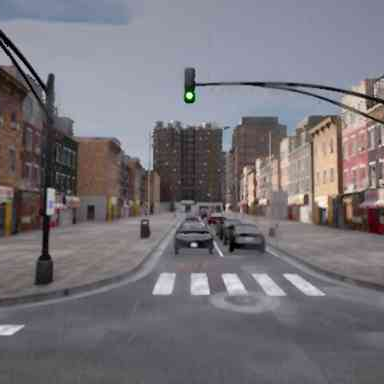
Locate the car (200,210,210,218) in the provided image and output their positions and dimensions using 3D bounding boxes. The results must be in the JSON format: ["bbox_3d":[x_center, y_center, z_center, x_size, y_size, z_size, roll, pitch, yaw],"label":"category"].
[{"bbox_3d":[2.587,4.371,66.286,1.802,1.307,4.206,2,-3,0],"label":"car"}]

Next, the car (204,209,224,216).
[{"bbox_3d":[2.716,3.004,37.098,1.882,1.535,5.008,0,-2,0],"label":"car"}]

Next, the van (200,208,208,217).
[{"bbox_3d":[2.586,4.376,71.730,1.690,1.788,3.998,1,-3,0],"label":"van"}]

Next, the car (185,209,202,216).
[{"bbox_3d":[0.006,3.509,47.775,2.033,1.411,5.357,0,-2,0],"label":"car"}]

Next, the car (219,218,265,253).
[{"bbox_3d":[2.643,2.297,17.392,1.947,1.339,4.313,2,-2,0],"label":"car"}]

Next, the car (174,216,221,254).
[{"bbox_3d":[0.087,2.191,17.001,2.128,1.511,4.902,0,-2,0],"label":"car"}]

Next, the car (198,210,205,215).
[{"bbox_3d":[2.561,5.372,88.016,1.802,1.307,4.206,1,-3,0],"label":"car"}]

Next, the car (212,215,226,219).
[{"bbox_3d":[2.637,2.510,22.824,1.947,1.339,4.313,2,-2,0],"label":"car"}]

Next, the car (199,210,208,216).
[{"bbox_3d":[2.575,4.828,77.153,1.887,1.381,4.507,1,-3,0],"label":"car"}]

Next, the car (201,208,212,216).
[{"bbox_3d":[2.607,3.624,55.433,2.192,1.841,5.009,2,-3,0],"label":"car"}]

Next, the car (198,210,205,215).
[{"bbox_3d":[2.555,5.628,93.449,1.802,1.307,4.206,1,-3,0],"label":"car"}]
